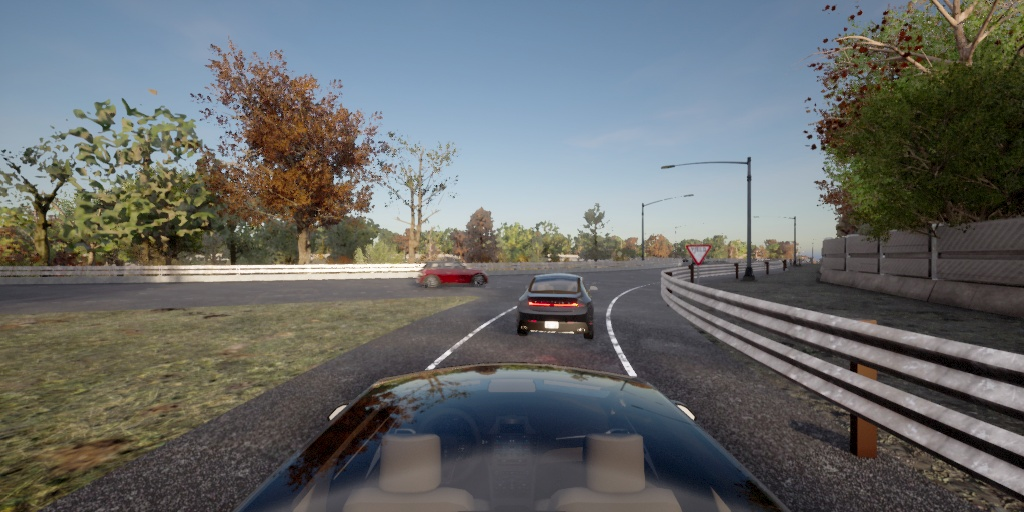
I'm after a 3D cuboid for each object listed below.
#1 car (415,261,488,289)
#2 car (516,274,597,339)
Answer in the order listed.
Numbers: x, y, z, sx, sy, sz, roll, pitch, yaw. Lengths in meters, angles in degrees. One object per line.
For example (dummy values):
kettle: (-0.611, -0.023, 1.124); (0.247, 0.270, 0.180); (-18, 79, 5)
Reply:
car: (-3.863, 1.099, 23.329); (4.553, 1.767, 2.097); (0, 0, -26)
car: (1.341, 1.254, 10.182); (1.837, 1.490, 4.892); (0, 0, 11)
